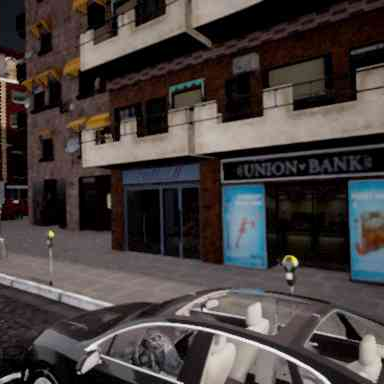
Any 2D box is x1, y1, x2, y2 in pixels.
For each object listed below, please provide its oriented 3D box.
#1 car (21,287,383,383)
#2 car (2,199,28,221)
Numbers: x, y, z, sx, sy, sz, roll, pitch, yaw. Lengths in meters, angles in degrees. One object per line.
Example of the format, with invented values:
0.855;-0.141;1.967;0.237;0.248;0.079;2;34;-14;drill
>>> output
0.232;1.564;2.894;4.403;1.369;2.008;-1;-1;36;car
-14.424;1.515;29.199;2.192;1.841;5.009;-2;-1;36;car
